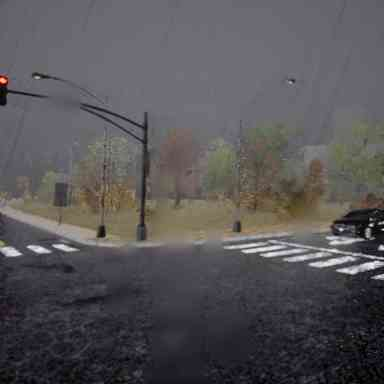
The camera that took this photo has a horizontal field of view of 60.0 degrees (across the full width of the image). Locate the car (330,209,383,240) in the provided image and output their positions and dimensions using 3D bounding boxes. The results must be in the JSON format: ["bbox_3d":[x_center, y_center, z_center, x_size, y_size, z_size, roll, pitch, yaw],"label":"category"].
[{"bbox_3d":[9.671,1.715,18.564,4.892,1.490,1.837,1,0,-35],"label":"car"}]
